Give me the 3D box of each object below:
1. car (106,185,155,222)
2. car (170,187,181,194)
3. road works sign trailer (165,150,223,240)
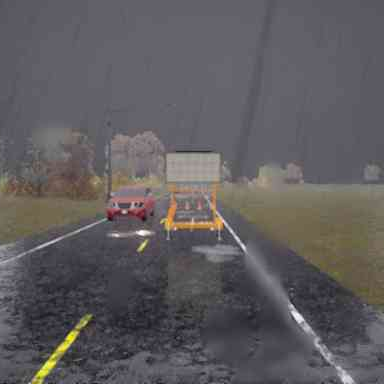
[{"bbox_3d":[-3.528,0.605,20.166,2.150,2.045,5.566,0,2,0],"label":"car"},{"bbox_3d":[-3.053,-0.285,62.367,1.895,1.301,4.718,0,2,1],"label":"car"},{"bbox_3d":[0.057,0.025,14.288,2.380,3.560,2.880,0,2,-1],"label":"road works sign trailer"}]
